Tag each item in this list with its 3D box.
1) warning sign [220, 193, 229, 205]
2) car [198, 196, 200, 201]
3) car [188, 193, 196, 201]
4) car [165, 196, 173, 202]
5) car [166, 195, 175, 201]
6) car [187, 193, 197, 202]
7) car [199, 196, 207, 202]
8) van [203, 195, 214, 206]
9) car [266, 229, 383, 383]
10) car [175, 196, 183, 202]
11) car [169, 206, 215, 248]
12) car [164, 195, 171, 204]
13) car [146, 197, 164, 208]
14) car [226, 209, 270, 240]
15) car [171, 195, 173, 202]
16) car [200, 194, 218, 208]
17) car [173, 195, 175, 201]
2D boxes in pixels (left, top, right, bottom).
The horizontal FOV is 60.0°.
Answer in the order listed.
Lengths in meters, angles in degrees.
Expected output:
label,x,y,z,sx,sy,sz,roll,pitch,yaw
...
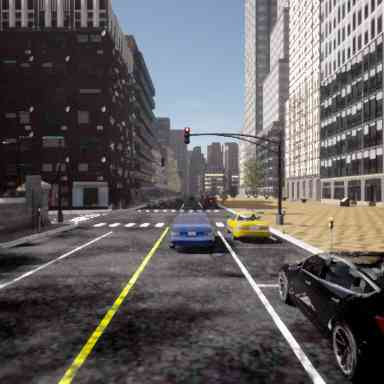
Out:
label,x,y,z,sx,sy,sz,roll,pitch,yaw
warning sign,5.071,1.146,52.213,1.300,1.860,1.060,0,0,0
car,2.684,1.377,71.062,2.192,1.841,5.009,0,0,0
car,-0.001,1.236,88.180,2.150,2.045,5.566,0,0,0
car,-5.695,1.666,82.116,1.802,1.307,4.206,0,0,0
car,-5.696,1.536,87.642,1.967,1.590,4.097,0,0,0
car,-0.002,1.493,73.566,1.837,1.490,4.892,0,0,0
car,2.685,1.629,82.116,1.887,1.381,4.507,0,0,0
van,2.684,1.375,54.482,1.690,1.788,3.998,0,0,0
car,2.686,1.566,5.278,1.947,1.339,4.313,0,0,0
car,-3.002,1.667,78.588,1.895,1.301,4.718,0,0,0
car,0.000,1.566,14.651,2.033,1.411,5.357,0,0,0
car,-5.695,1.602,65.536,2.008,1.369,4.403,0,0,0
car,-5.694,1.578,48.956,2.008,1.369,4.403,0,0,0
car,2.686,1.528,16.713,1.752,1.417,4.829,0,0,0
car,-5.695,1.607,71.061,1.887,1.381,4.507,0,0,0
car,2.685,1.342,48.956,2.192,1.841,5.009,0,0,0
car,-5.696,1.513,76.589,1.967,1.590,4.097,0,0,0
